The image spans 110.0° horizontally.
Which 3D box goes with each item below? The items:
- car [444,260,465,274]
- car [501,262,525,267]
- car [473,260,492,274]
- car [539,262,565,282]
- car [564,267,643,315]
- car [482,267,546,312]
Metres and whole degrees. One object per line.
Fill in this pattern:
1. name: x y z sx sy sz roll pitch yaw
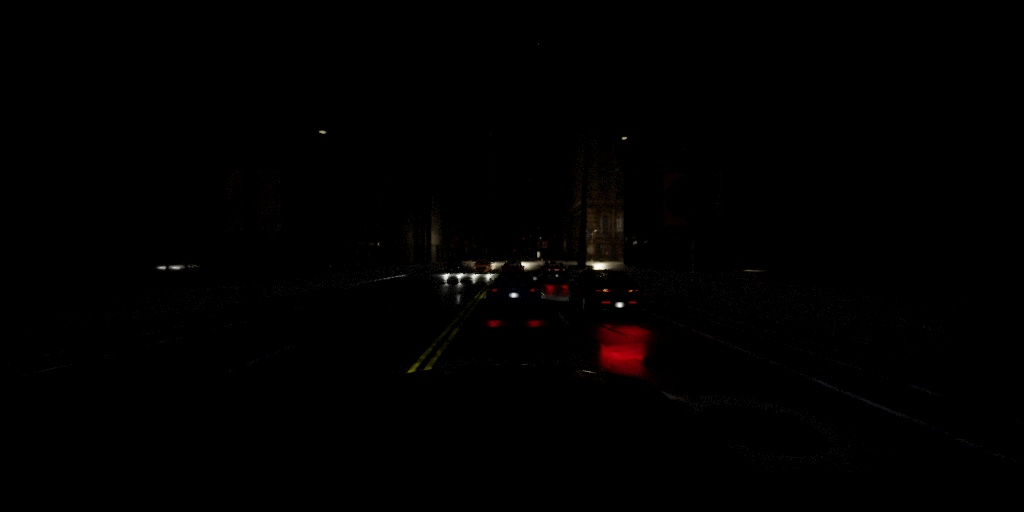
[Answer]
1. car: -6.596 1.243 41.525 1.812 1.442 4.674 0 0 0
2. car: 0.073 1.208 30.332 1.882 1.535 5.008 0 0 0
3. car: -3.344 1.195 41.104 1.882 1.535 5.008 0 0 0
4. car: 3.318 1.224 28.719 2.128 1.511 4.902 0 0 0
5. car: 3.317 1.247 13.412 1.837 1.490 4.892 0 0 0
6. car: 0.072 1.306 14.228 1.994 1.385 4.181 0 0 0
